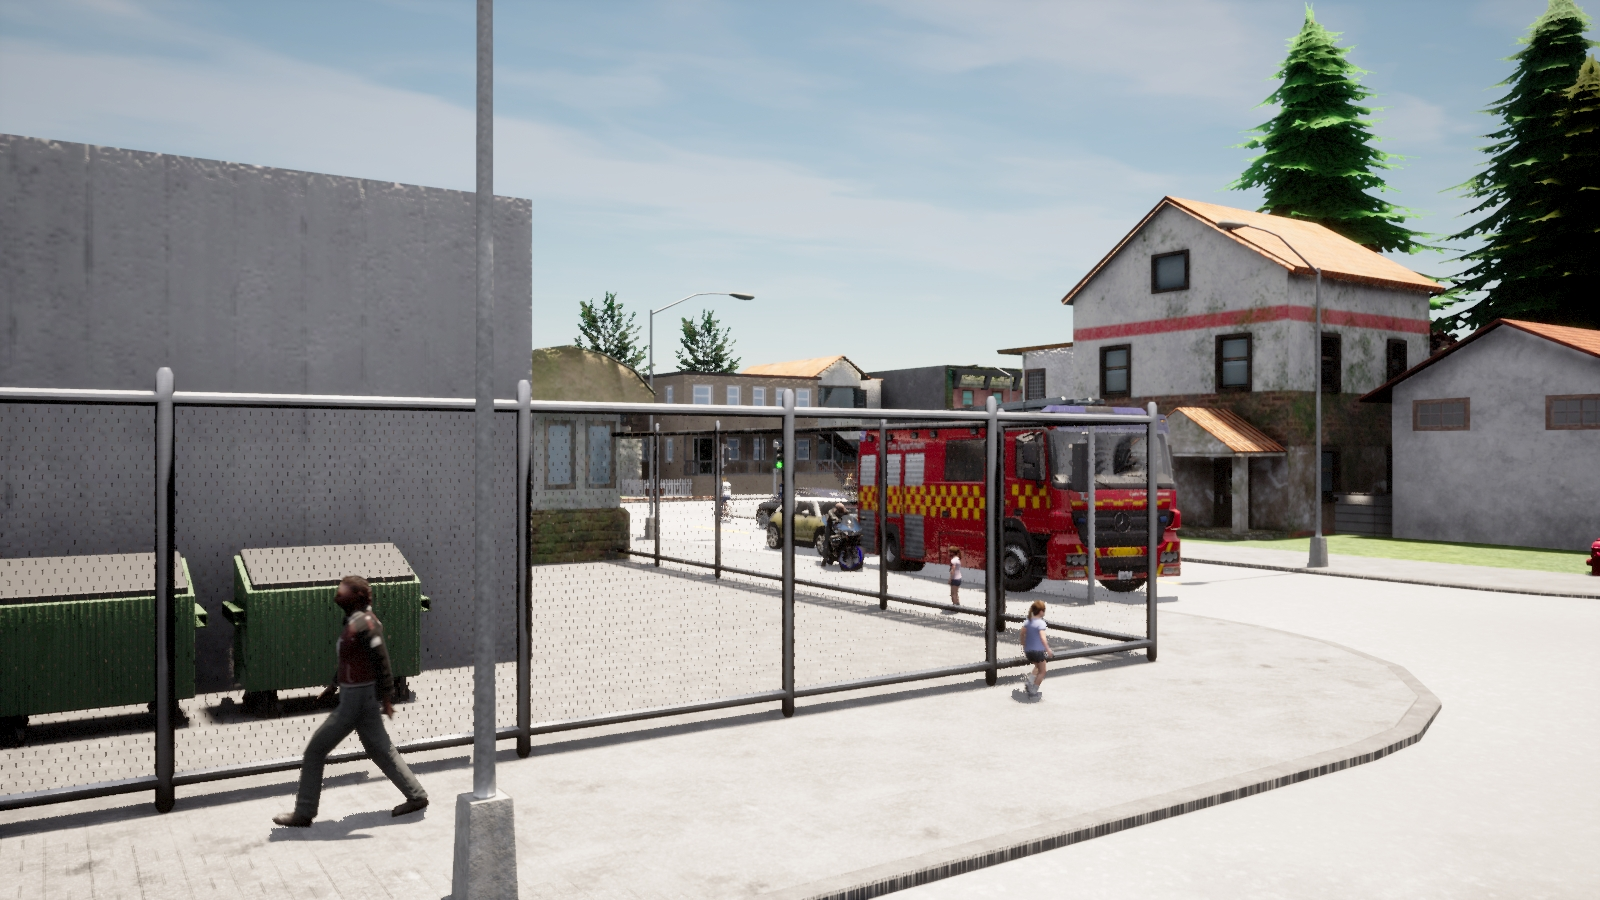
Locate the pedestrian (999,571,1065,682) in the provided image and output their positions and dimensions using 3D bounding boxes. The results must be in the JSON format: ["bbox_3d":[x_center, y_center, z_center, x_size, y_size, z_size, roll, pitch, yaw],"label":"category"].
[{"bbox_3d":[2.511,1.896,12.373,0.500,1.100,0.500,0,0,-31],"label":"pedestrian"}]

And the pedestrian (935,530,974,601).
[{"bbox_3d":[2.559,1.895,18.894,0.500,1.100,0.500,0,0,29],"label":"pedestrian"}]

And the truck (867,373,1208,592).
[{"bbox_3d":[4.572,0.675,24.438,2.891,3.827,8.468,1,-2,-22],"label":"truck"}]

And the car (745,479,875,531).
[{"bbox_3d":[0.254,1.827,39.232,2.128,1.511,4.902,0,0,-33],"label":"car"}]

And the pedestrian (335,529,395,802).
[{"bbox_3d":[-3.123,1.517,8.199,0.375,1.860,0.375,0,0,-25],"label":"pedestrian"}]

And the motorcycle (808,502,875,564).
[{"bbox_3d":[0.923,1.872,26.186,0.867,1.251,2.209,0,0,-17],"label":"motorcycle"}]

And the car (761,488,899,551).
[{"bbox_3d":[0.752,1.845,31.311,1.970,1.475,3.806,0,0,-33],"label":"car"}]
